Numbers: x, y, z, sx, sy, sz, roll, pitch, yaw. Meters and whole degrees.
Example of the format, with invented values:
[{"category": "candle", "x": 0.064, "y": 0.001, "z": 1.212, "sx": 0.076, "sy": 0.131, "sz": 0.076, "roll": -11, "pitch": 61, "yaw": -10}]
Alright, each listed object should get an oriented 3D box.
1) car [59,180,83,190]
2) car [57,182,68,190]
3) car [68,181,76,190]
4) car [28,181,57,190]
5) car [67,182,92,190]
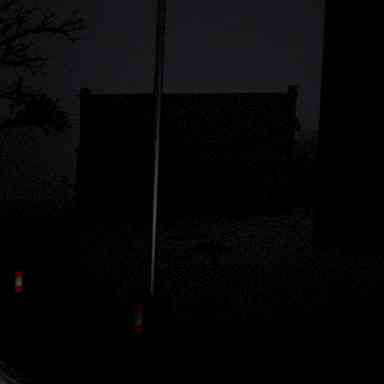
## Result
[{"category": "car", "x": -25.624, "y": -1.484, "z": 70.389, "sx": 4.553, "sy": 1.767, "sz": 2.185, "roll": 3, "pitch": 2, "yaw": 20}, {"category": "car", "x": -27.559, "y": -1.225, "z": 65.231, "sx": 5.008, "sy": 1.535, "sz": 2.097, "roll": 3, "pitch": 2, "yaw": 20}, {"category": "car", "x": -26.605, "y": -1.252, "z": 67.817, "sx": 4.674, "sy": 1.452, "sz": 2.002, "roll": 3, "pitch": 2, "yaw": 20}, {"category": "car", "x": -28.469, "y": -1.285, "z": 62.621, "sx": 4.553, "sy": 1.767, "sz": 2.185, "roll": 3, "pitch": 2, "yaw": 20}, {"category": "car", "x": -24.714, "y": -1.431, "z": 73.000, "sx": 4.892, "sy": 1.521, "sz": 2.231, "roll": 3, "pitch": 2, "yaw": 20}]
